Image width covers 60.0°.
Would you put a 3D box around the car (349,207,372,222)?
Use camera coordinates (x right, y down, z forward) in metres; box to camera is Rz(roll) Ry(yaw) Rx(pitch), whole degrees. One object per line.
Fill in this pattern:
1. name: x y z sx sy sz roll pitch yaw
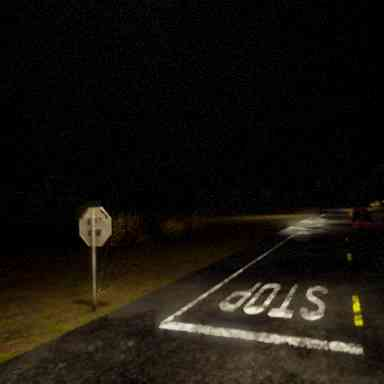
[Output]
1. car: 19.646 2.639 38.593 1.882 1.535 5.008 -3 -3 25

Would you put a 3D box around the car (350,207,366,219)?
1. car: 23.601 2.918 47.399 1.882 1.535 5.008 -3 -3 25
